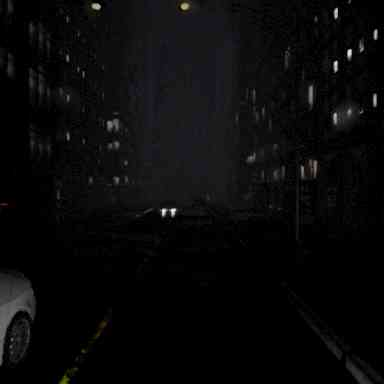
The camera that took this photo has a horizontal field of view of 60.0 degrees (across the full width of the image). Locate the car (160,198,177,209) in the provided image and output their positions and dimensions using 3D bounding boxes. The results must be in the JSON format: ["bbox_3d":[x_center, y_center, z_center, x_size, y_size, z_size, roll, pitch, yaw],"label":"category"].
[{"bbox_3d":[-3.093,1.529,44.700,1.994,1.385,4.181,0,0,0],"label":"car"}]

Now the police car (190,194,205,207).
[{"bbox_3d":[1.041,1.390,51.157,1.930,1.638,5.238,0,0,0],"label":"police car"}]

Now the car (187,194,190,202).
[{"bbox_3d":[-0.012,1.398,69.151,2.033,1.411,5.357,0,0,0],"label":"car"}]

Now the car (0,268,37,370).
[{"bbox_3d":[-3.100,1.522,2.979,1.812,1.442,4.674,0,0,0],"label":"car"}]

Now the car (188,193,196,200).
[{"bbox_3d":[-0.016,1.213,89.059,2.097,1.767,4.553,0,0,0],"label":"car"}]
